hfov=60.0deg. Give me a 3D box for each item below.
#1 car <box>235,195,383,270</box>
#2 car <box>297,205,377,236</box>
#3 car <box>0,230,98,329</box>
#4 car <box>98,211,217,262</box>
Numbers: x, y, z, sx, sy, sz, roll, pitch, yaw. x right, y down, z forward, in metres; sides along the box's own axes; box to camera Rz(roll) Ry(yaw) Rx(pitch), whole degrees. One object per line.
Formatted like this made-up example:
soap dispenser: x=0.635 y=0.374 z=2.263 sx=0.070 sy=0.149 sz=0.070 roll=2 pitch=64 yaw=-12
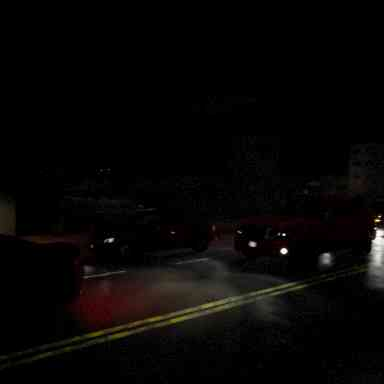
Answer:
car: x=3.974 y=1.125 z=11.104 sx=5.566 sy=2.045 sz=2.150 roll=0 pitch=1 yaw=-36
car: x=8.012 y=1.469 z=18.174 sx=4.718 sy=1.301 sz=1.895 roll=0 pitch=1 yaw=-36
car: x=-4.308 y=1.412 z=5.225 sx=5.008 sy=1.535 sz=1.882 roll=0 pitch=1 yaw=-35
car: x=-1.214 y=1.408 z=11.702 sx=4.674 sy=1.442 sz=1.812 roll=0 pitch=1 yaw=-35
